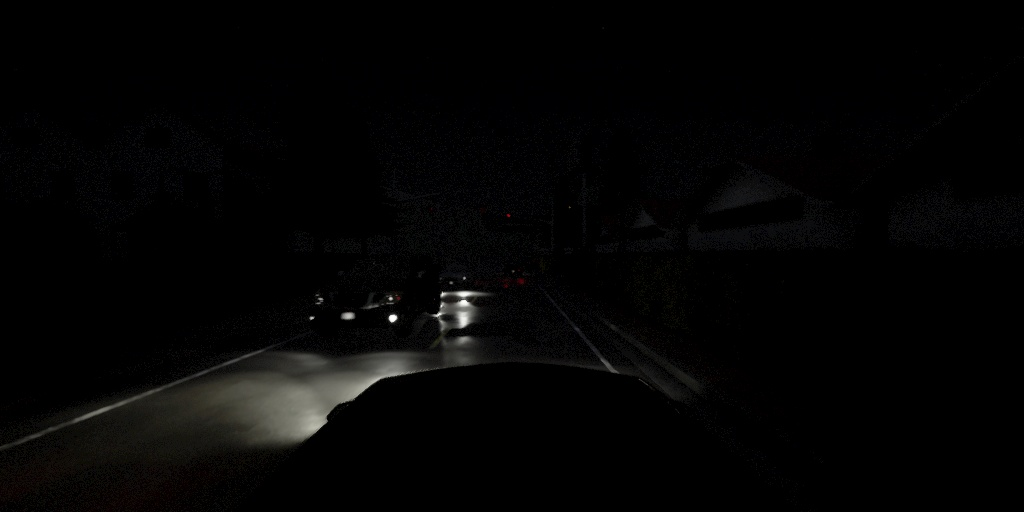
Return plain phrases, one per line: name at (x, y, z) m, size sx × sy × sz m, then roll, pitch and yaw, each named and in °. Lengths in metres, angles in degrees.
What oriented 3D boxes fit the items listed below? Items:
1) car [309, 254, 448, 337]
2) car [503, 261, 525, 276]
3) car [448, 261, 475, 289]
car at (-3.565, 0.955, 10.597) m, size 2.150 × 2.045 × 5.566 m, roll 0°, pitch 0°, yaw 0°
car at (0.121, 1.185, 35.161) m, size 1.812 × 1.442 × 4.674 m, roll 1°, pitch 0°, yaw 0°
car at (-3.441, 1.255, 22.690) m, size 1.812 × 1.442 × 4.674 m, roll 0°, pitch 0°, yaw 0°
